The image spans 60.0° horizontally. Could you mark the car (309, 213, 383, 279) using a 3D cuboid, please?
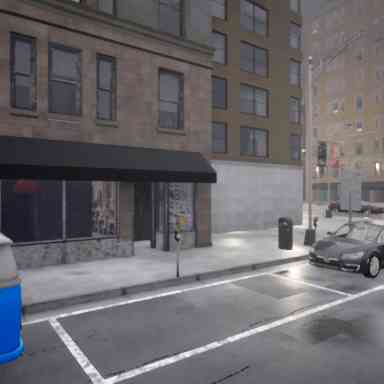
[{"bbox_3d":[5.304,1.547,9.990,4.403,1.369,2.008,0,0,-36],"label":"car"}]

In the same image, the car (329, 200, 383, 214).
[{"bbox_3d":[15.702,1.393,31.815,1.882,1.535,5.008,0,0,-36],"label":"car"}]

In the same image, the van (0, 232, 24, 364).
[{"bbox_3d":[-3.905,1.341,3.401,3.998,1.788,1.690,0,0,-36],"label":"van"}]
